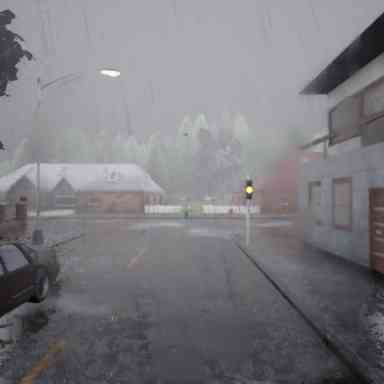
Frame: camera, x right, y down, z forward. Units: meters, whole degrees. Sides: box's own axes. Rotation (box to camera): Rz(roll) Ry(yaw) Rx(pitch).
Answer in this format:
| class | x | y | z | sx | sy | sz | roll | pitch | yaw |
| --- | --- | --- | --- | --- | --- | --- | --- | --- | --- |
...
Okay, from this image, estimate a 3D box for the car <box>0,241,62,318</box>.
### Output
| class | x | y | z | sx | sy | sz | roll | pitch | yaw |
| --- | --- | --- | --- | --- | --- | --- | --- | --- | --- |
| car | -4.075 | 1.612 | 5.751 | 2.033 | 1.411 | 5.357 | 0 | -1 | 0 |
